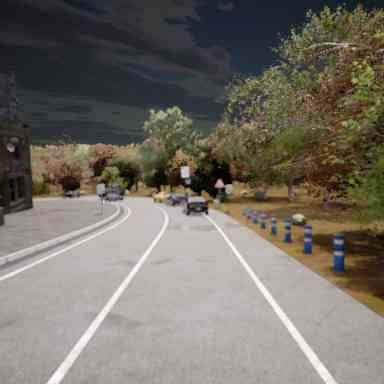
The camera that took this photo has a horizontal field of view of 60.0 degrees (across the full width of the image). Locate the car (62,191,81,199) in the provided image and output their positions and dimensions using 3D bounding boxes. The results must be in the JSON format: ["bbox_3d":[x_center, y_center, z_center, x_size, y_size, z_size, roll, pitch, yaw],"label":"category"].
[{"bbox_3d":[-26.677,0.552,73.595,4.902,1.511,2.128,-2,4,33],"label":"car"}]

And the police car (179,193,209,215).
[{"bbox_3d":[0.250,1.088,29.962,1.930,1.638,5.238,-1,2,-7],"label":"police car"}]

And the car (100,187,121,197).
[{"bbox_3d":[-15.381,0.220,63.093,2.150,2.045,5.566,-6,4,-43],"label":"car"}]

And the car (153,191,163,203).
[{"bbox_3d":[-3.996,0.640,46.170,1.801,1.575,5.366,-3,2,-22],"label":"car"}]

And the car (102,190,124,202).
[{"bbox_3d":[-12.338,0.825,52.809,1.994,1.385,4.181,-4,2,-30],"label":"car"}]

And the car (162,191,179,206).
[{"bbox_3d":[-1.866,0.858,40.075,1.837,1.490,4.892,-2,2,-16],"label":"car"}]
